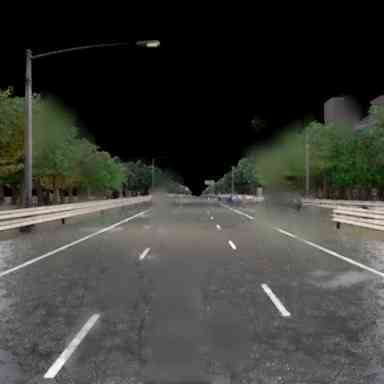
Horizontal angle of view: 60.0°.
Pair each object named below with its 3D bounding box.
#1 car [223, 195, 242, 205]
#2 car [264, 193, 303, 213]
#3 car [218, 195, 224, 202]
[{"bbox_3d":[7.093,1.418,55.969,1.812,1.442,4.674,0,0,-6],"label":"car"},{"bbox_3d":[10.147,1.146,37.209,2.150,2.045,5.566,0,0,-15],"label":"car"},{"bbox_3d":[6.970,1.420,75.279,1.812,1.442,4.674,0,0,0],"label":"car"}]
